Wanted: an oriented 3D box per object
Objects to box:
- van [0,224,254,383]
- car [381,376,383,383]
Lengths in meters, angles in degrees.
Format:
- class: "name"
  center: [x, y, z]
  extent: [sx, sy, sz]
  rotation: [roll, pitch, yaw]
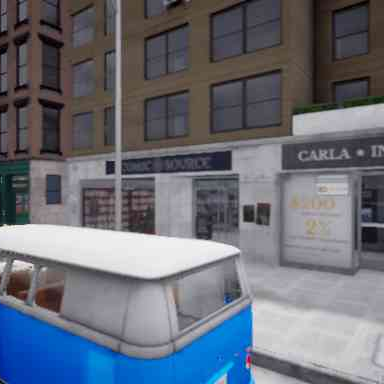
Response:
- class: "van"
  center: [-1.295, 1.342, 3.787]
  extent: [3.998, 1.788, 1.690]
  rotation: [0, 0, 36]
- class: "car"
  center: [3.107, 1.314, 0.649]
  extent: [5.009, 1.841, 2.192]
  rotation: [0, 0, 36]
